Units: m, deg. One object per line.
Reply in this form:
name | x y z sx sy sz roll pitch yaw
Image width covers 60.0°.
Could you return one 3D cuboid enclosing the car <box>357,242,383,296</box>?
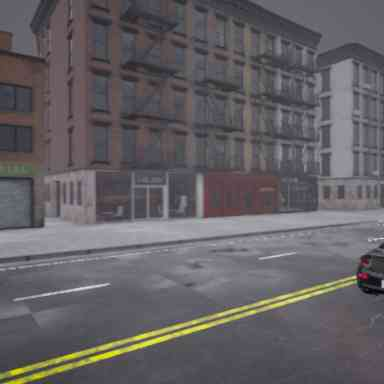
car | 5.471 1.525 7.362 4.674 1.442 1.812 0 0 -35
